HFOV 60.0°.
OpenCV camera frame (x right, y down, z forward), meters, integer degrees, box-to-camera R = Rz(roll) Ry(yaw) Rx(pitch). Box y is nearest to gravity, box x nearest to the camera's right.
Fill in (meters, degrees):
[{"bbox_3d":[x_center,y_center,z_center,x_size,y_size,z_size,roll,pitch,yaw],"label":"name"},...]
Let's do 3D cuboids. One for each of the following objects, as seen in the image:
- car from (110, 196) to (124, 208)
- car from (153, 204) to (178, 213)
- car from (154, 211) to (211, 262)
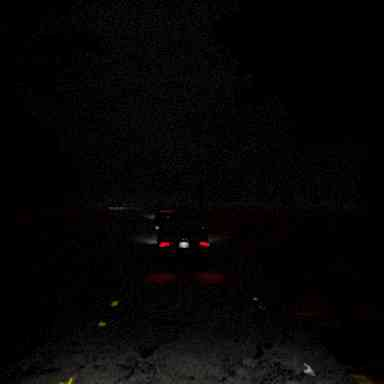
[{"bbox_3d":[-14.215,1.833,62.583,2.150,2.045,5.566,0,-1,-19],"label":"car"},{"bbox_3d":[-2.242,1.768,28.643,2.128,1.511,4.902,0,0,-9],"label":"car"},{"bbox_3d":[-0.414,1.670,12.645,2.033,1.411,5.357,0,-1,-4],"label":"car"}]
